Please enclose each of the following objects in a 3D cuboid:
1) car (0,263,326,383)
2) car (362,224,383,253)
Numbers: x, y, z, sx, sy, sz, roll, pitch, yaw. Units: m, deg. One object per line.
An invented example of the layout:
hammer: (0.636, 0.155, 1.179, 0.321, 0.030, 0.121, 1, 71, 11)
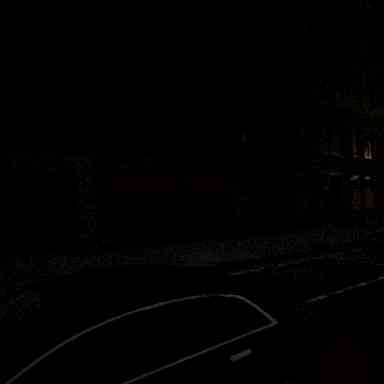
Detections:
car: (-0.865, 1.503, 2.761, 4.892, 1.490, 1.837, 0, 0, -35)
car: (7.972, 1.552, 12.221, 4.206, 1.307, 1.802, 0, 0, -36)
